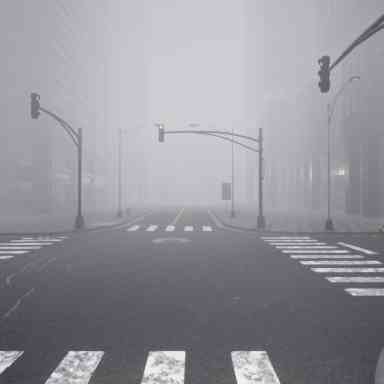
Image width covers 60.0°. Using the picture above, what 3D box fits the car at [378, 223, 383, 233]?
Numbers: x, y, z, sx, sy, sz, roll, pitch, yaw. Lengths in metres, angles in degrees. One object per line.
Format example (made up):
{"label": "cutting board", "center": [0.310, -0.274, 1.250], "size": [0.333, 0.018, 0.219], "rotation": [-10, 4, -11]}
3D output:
{"label": "car", "center": [11.755, 1.564, 16.220], "size": [4.829, 1.417, 1.752], "rotation": [0, -1, 0]}
